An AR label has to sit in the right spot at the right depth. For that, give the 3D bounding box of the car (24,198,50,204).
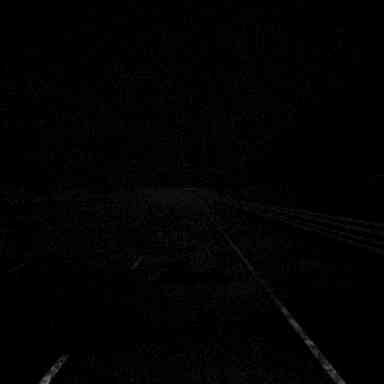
[{"bbox_3d":[-21.053,1.554,46.766,1.882,1.535,5.008,0,0,0],"label":"car"}]

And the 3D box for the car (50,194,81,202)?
[{"bbox_3d":[-17.555,1.298,47.142,2.150,2.045,5.566,0,0,0],"label":"car"}]

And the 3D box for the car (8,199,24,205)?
[{"bbox_3d":[-24.545,1.641,47.736,1.994,1.385,4.181,0,0,0],"label":"car"}]
